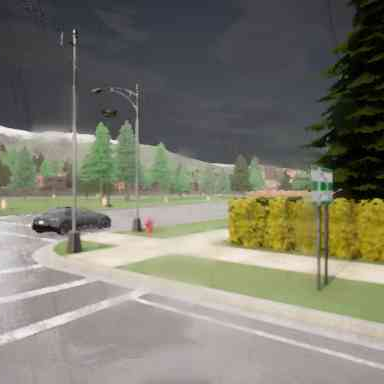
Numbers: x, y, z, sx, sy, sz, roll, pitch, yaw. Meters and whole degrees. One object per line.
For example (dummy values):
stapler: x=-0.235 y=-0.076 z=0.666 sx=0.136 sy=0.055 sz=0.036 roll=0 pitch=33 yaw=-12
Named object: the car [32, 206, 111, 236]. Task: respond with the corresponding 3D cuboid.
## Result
car: x=-6.358 y=1.455 z=18.012 sx=1.994 sy=1.385 sz=4.181 roll=0 pitch=0 yaw=29
